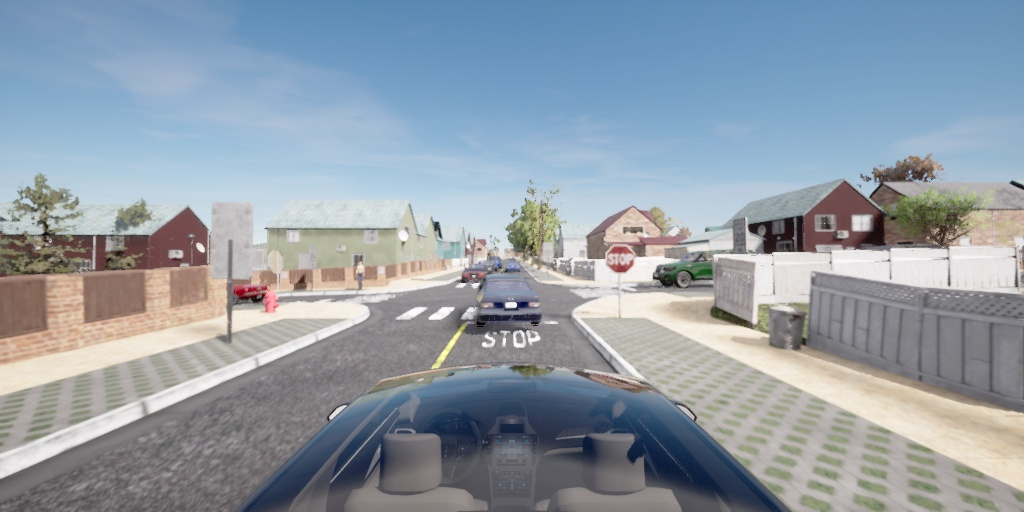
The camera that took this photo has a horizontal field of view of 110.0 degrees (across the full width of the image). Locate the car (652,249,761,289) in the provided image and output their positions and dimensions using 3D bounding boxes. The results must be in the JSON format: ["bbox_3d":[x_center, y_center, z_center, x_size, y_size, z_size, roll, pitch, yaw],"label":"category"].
[{"bbox_3d":[10.803,0.678,20.060,5.566,2.045,2.150,-2,-1,-1],"label":"car"}]

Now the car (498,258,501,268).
[{"bbox_3d":[-2.846,1.288,47.332,1.812,1.442,4.674,0,0,0],"label":"car"}]

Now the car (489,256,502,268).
[{"bbox_3d":[-2.823,0.983,58.037,2.150,2.045,5.566,0,0,0],"label":"car"}]

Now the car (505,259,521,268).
[{"bbox_3d":[0.091,1.309,45.611,2.033,1.411,5.357,0,0,0],"label":"car"}]

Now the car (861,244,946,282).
[{"bbox_3d":[21.002,0.402,20.134,5.566,2.045,2.150,-2,-1,0],"label":"car"}]

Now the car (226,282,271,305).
[{"bbox_3d":[-14.120,1.675,16.943,4.718,1.301,1.895,-2,-1,0],"label":"car"}]

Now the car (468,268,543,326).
[{"bbox_3d":[-0.274,1.302,11.678,2.033,1.411,5.357,0,0,-6],"label":"car"}]

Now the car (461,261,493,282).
[{"bbox_3d":[-2.852,1.323,28.498,1.994,1.385,4.181,0,0,0],"label":"car"}]

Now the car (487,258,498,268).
[{"bbox_3d":[-2.848,1.253,37.464,2.128,1.511,4.902,0,0,0],"label":"car"}]

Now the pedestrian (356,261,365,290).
[{"bbox_3d":[-9.693,1.217,22.860,0.375,1.860,0.375,0,0,0],"label":"pedestrian"}]
